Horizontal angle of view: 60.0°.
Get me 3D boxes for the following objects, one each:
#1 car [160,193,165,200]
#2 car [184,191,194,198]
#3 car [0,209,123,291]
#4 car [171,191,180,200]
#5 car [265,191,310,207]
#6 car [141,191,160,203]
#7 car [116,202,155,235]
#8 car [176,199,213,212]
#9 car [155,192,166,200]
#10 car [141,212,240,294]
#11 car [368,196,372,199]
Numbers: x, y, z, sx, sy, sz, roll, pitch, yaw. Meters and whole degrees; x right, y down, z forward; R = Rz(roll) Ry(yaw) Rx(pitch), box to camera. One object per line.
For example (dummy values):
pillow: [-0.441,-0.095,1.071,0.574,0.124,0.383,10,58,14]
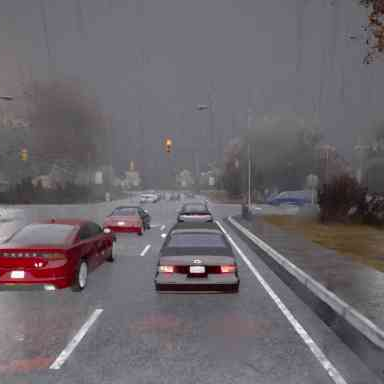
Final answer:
car: [-7.039,0.963,65.371,2.128,1.511,4.902,0,1,0]
car: [-0.473,0.716,86.142,2.128,1.511,4.902,0,1,-4]
car: [-3.396,1.445,8.956,1.882,1.535,5.008,0,0,0]
car: [-3.434,0.922,69.077,2.128,1.511,4.902,0,1,0]
car: [12.340,0.900,43.073,5.566,2.045,2.150,0,0,-3]
car: [-7.082,0.791,55.199,2.150,2.045,5.566,0,1,0]
car: [-3.395,1.458,17.943,1.994,1.385,4.181,0,0,0]
car: [0.133,1.380,18.575,2.128,1.511,4.902,0,0,-1]
car: [-7.107,0.873,75.760,2.128,1.511,4.902,0,1,-1]
car: [0.102,1.516,8.883,2.033,1.411,5.357,0,0,0]
car: [24.035,1.217,43.736,5.357,1.411,2.033,0,0,-3]
